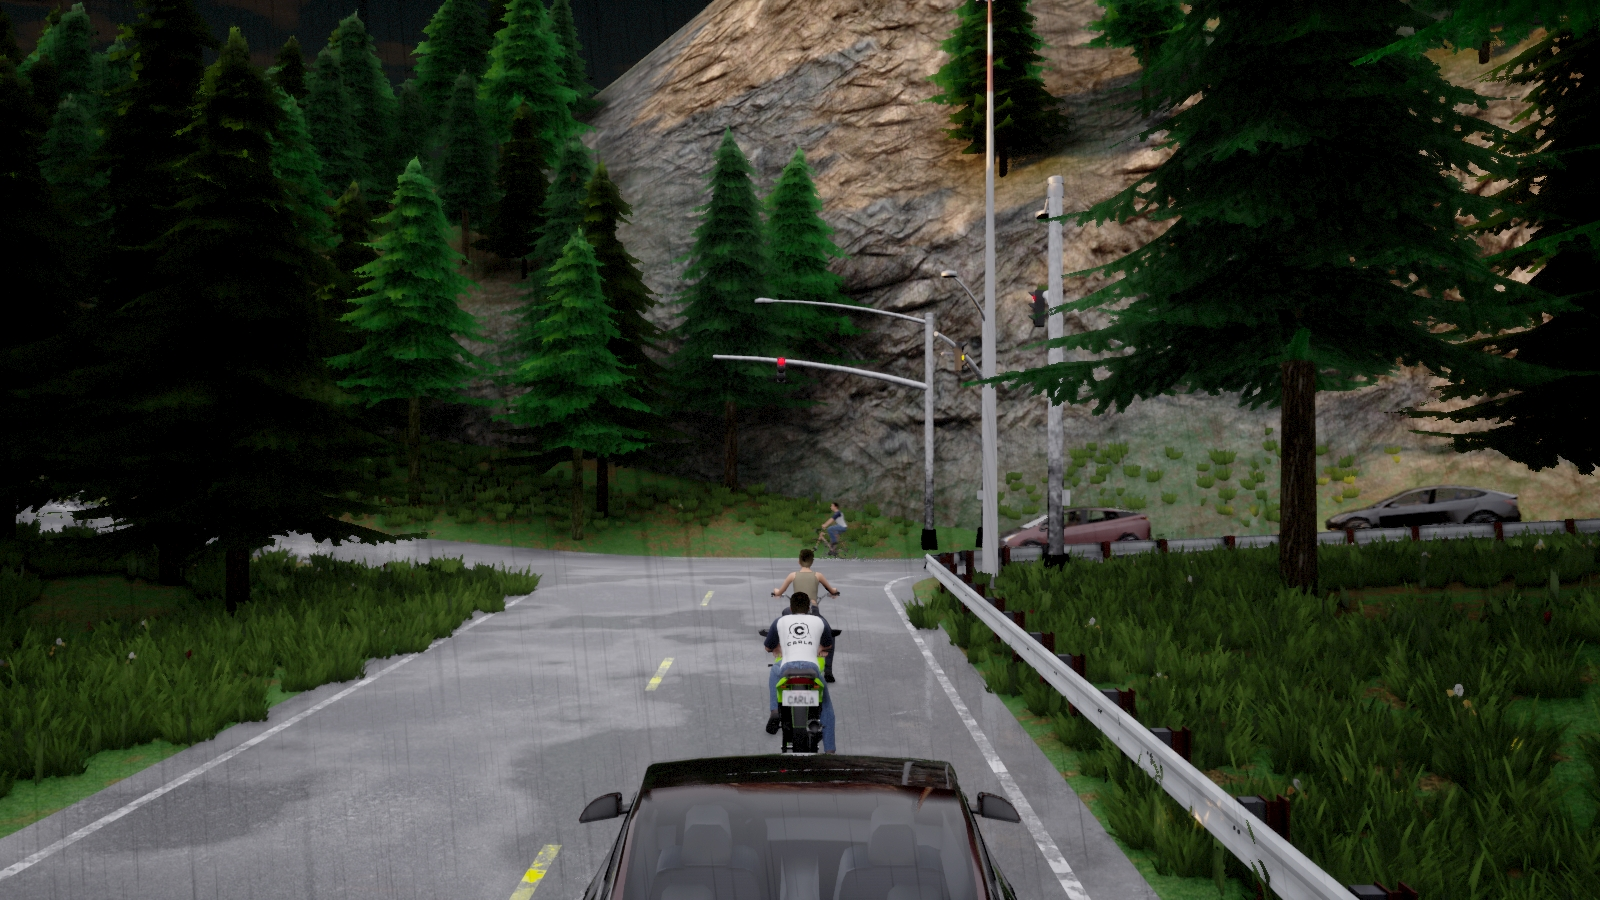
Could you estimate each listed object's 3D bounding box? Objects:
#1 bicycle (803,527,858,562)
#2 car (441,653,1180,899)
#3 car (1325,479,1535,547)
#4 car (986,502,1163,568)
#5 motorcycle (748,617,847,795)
[{"bbox_3d":[0.939,2.909,35.249,1.643,1.024,0.373,1,-2,-4],"label":"bicycle"},{"bbox_3d":[0.029,2.063,5.012,2.163,1.488,4.792,0,0,0],"label":"car"},{"bbox_3d":[17.269,1.748,31.644,4.792,1.488,2.163,-5,-2,23],"label":"car"},{"bbox_3d":[7.916,2.449,33.237,4.514,1.525,2.007,-4,-2,-3],"label":"car"},{"bbox_3d":[-0.020,2.213,10.238,0.803,1.145,2.033,0,0,0],"label":"motorcycle"}]
